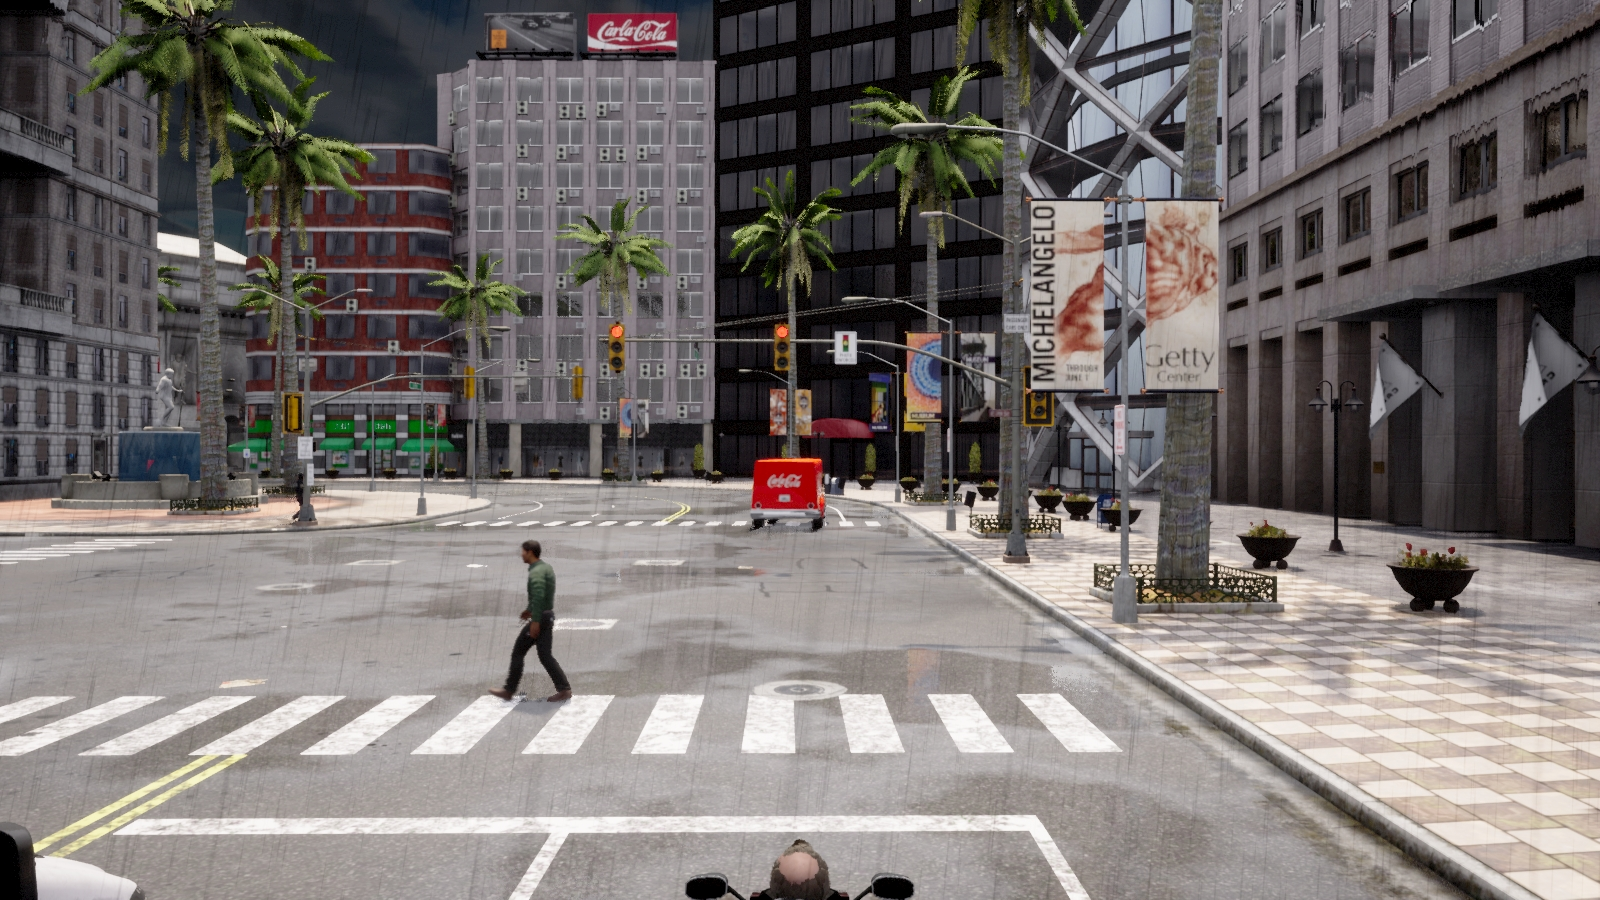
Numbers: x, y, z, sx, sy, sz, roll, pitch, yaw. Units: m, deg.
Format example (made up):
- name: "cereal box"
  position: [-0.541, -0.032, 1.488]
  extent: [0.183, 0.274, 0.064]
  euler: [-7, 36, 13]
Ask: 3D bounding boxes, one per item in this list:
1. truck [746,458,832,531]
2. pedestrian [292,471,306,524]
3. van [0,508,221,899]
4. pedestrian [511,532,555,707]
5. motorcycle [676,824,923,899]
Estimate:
- name: "truck"
  position: [-0.297, 1.552, 41.902]
  extent: [2.627, 2.467, 5.204]
  euler: [0, 0, 5]
- name: "pedestrian"
  position: [-17.865, 1.680, 40.747]
  extent: [0.375, 1.860, 0.375]
  euler: [0, 0, -41]
- name: "van"
  position: [-3.507, 1.533, 1.998]
  extent: [1.988, 2.561, 5.915]
  euler: [0, 0, 0]
- name: "pedestrian"
  position: [-2.928, 1.842, 12.528]
  extent: [0.375, 1.860, 0.375]
  euler: [0, 0, 4]
- name: "motorcycle"
  position: [-0.001, 2.203, 3.717]
  extent: [0.867, 1.251, 2.209]
  euler: [0, 0, 0]
